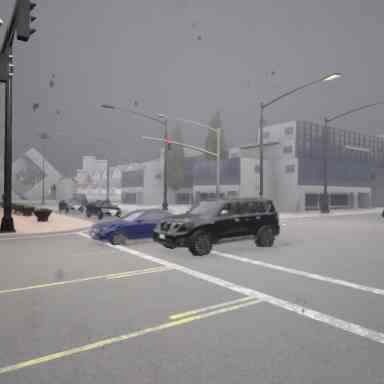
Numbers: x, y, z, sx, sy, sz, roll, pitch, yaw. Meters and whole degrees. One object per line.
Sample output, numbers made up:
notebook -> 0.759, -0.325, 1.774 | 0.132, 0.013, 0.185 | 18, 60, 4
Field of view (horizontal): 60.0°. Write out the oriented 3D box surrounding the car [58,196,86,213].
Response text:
car -> -13.651, 1.499, 37.373 | 2.128, 1.511, 4.902 | 1, 0, -35

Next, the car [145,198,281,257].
car -> 1.193, 1.253, 13.450 | 5.566, 2.045, 2.150 | 1, 0, -36

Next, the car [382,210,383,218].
car -> 19.343, 1.751, 30.724 | 4.181, 1.385, 1.994 | 0, 0, -36

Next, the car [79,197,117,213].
car -> -7.749, 1.501, 28.899 | 2.128, 1.511, 4.902 | 1, 0, -35

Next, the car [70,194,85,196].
car -> -17.055, 1.264, 49.151 | 2.150, 2.045, 5.566 | 1, 0, -30

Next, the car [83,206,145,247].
car -> -2.250, 1.540, 15.291 | 4.674, 1.442, 1.812 | 0, 0, -36
